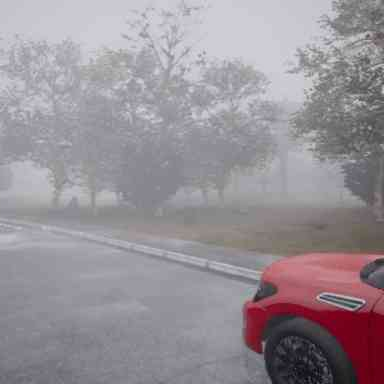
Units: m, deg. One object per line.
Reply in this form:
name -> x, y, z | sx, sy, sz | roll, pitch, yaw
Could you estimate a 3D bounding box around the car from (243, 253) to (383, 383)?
car -> 3.030, 1.179, 2.663 | 2.150, 2.045, 5.566 | -1, 1, -42
